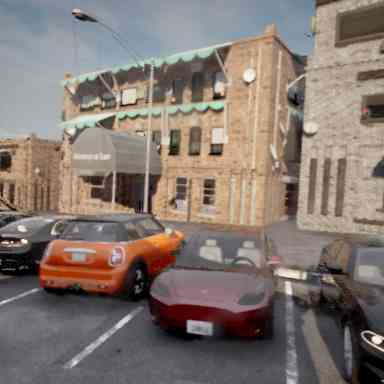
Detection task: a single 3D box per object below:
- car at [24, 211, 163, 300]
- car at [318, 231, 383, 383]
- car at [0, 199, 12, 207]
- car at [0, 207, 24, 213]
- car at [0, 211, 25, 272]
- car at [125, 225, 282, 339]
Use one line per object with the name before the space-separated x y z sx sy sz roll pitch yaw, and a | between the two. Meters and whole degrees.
car | -1.652 1.323 8.579 2.185 1.767 4.553 0 -1 15
car | 3.147 1.472 5.214 2.097 1.535 5.008 1 0 15
car | -8.823 1.210 13.722 2.435 2.045 5.566 0 -1 15
car | -6.436 1.450 11.993 2.231 1.521 4.892 0 -1 15
car | -4.037 1.449 10.297 2.231 1.521 4.892 0 -1 15
car | 0.749 1.487 6.877 2.163 1.488 4.792 1 0 15
